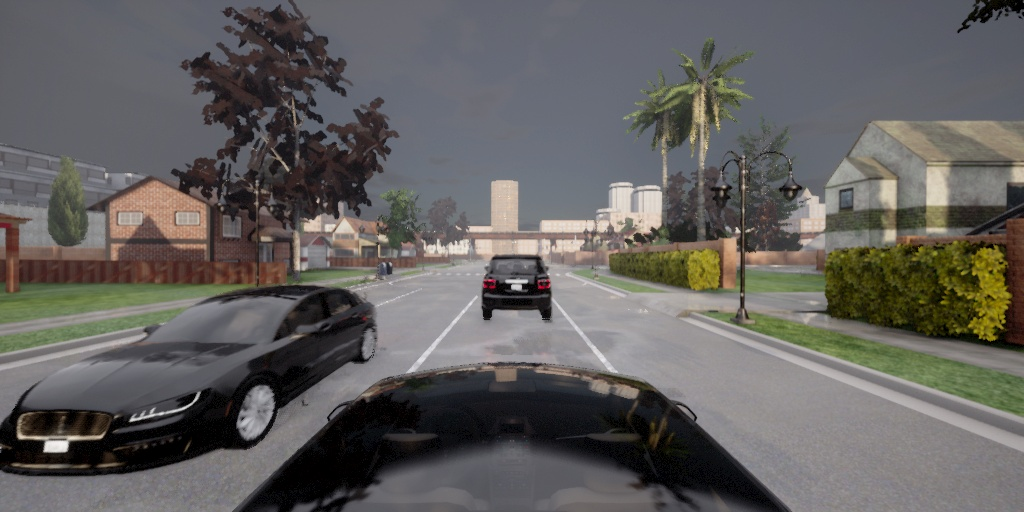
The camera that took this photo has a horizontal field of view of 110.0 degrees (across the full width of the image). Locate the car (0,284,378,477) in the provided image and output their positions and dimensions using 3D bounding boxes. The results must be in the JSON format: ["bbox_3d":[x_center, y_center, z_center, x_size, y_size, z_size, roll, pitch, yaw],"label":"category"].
[{"bbox_3d":[-3.572,1.233,5.252,1.837,1.490,4.892,0,0,0],"label":"car"}]

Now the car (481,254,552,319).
[{"bbox_3d":[0.165,0.943,12.811,2.150,2.045,5.566,0,1,1],"label":"car"}]
